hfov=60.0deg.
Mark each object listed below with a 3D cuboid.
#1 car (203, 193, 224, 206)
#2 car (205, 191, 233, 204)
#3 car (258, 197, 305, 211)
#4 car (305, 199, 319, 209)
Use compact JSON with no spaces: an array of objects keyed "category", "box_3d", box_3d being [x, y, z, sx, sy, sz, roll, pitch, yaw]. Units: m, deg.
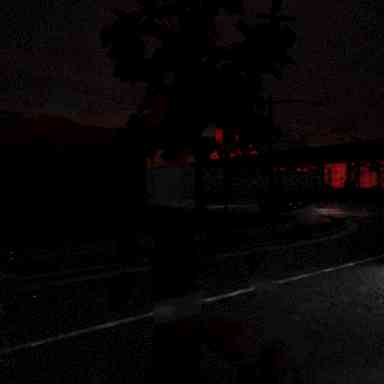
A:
[{"category":"car","box_3d":[2.163,1.249,48.192,1.812,1.442,4.674,-1,0,-34]},{"category":"car","box_3d":[3.926,0.909,51.866,2.150,2.045,5.566,-1,0,-34]},{"category":"car","box_3d":[9.681,1.329,36.893,1.895,1.301,4.718,-1,0,-34]},{"category":"car","box_3d":[12.243,1.243,39.353,2.033,1.411,5.357,-1,0,-34]}]
